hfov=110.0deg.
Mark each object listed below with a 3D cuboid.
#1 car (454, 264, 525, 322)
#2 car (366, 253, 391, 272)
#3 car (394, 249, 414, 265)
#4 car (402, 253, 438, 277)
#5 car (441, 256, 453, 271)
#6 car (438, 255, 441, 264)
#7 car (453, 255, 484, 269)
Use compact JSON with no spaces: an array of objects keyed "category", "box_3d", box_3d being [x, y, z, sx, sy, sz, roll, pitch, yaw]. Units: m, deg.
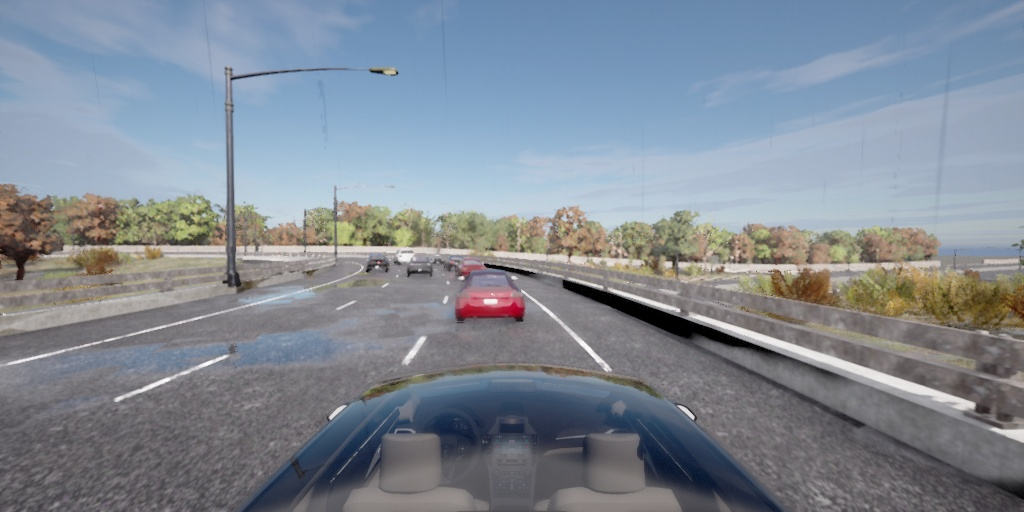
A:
[{"category":"car","box_3d":[-0.763,1.132,11.455,1.994,1.385,4.181,0,1,-6]},{"category":"car","box_3d":[-12.318,0.673,33.072,1.837,1.490,4.892,0,1,-18]},{"category":"car","box_3d":[-14.237,0.125,47.415,2.150,2.045,5.566,-1,1,-26]},{"category":"car","box_3d":[-7.191,0.755,27.986,2.128,1.511,4.902,0,1,-15]},{"category":"car","box_3d":[-5.414,0.667,34.364,1.812,1.442,4.674,0,1,-17]},{"category":"car","box_3d":[-10.188,0.510,46.930,1.895,1.301,4.718,0,1,-24]},{"category":"car","box_3d":[-2.799,0.855,24.243,1.812,1.442,4.674,0,1,-12]}]
